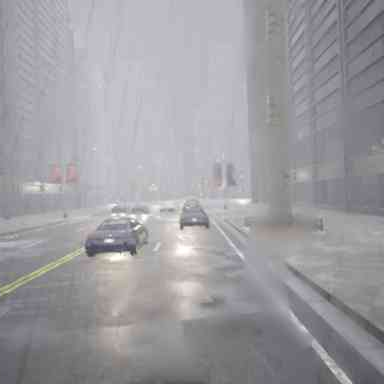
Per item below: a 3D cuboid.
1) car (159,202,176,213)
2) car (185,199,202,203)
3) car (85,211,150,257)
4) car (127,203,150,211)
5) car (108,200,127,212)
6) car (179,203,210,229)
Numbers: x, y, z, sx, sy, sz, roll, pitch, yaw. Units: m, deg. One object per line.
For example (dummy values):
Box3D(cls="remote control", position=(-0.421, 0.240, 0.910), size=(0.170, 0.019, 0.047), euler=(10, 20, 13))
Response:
Box3D(cls="car", position=(-3.177, 2.005, 43.988), size=(1.895, 1.301, 4.718), euler=(-2, 0, 0))
Box3D(cls="car", position=(0.049, 1.588, 38.113), size=(2.097, 1.767, 4.553), euler=(-2, -1, 0))
Box3D(cls="car", position=(-3.055, 1.771, 14.202), size=(1.994, 1.385, 4.181), euler=(-2, 0, 0))
Box3D(cls="car", position=(-6.588, 2.131, 42.755), size=(1.895, 1.301, 4.718), euler=(-2, 0, 0))
Box3D(cls="car", position=(-9.839, 2.244, 45.970), size=(1.994, 1.385, 4.181), euler=(-2, 0, 0))
Box3D(cls="car", position=(0.146, 1.700, 22.890), size=(1.994, 1.385, 4.181), euler=(-2, 0, 0))
